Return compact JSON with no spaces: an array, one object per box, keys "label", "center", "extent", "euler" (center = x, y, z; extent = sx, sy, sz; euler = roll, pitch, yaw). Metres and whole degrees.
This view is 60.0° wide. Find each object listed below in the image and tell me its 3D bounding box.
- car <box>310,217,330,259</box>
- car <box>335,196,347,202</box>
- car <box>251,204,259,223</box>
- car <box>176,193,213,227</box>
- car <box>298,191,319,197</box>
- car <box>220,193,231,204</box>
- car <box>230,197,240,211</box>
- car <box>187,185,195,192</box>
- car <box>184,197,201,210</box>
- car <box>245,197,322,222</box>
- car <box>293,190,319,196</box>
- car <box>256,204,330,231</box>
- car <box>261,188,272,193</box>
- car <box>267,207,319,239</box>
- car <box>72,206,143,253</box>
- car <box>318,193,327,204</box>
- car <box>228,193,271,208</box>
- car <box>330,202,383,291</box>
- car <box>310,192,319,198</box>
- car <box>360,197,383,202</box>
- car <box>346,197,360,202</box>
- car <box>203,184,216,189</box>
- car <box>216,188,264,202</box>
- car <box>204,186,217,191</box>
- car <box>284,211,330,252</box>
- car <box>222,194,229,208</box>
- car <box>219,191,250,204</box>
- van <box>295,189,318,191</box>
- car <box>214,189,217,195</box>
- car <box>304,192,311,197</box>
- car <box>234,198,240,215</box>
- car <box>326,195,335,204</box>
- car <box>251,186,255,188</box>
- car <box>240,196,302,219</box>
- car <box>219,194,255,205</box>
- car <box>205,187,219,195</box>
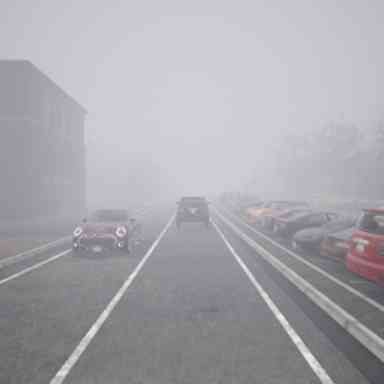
[{"label":"car","center":[6.378,1.643,10.111],"extent":[4.674,1.452,2.002],"euler":[0,0,0]},{"label":"car","center":[19.619,1.401,38.086],"extent":[5.008,1.535,2.097],"euler":[0,1,0]},{"label":"car","center":[6.448,1.666,21.262],"extent":[4.674,1.452,2.002],"euler":[0,0,0]},{"label":"car","center":[0.058,1.287,23.283],"extent":[2.150,2.045,5.566],"euler":[0,0,0]},{"label":"car","center":[19.708,0.994,52.027],"extent":[4.674,1.452,2.002],"euler":[0,2,0]},{"label":"car","center":[6.569,1.263,43.550],"extent":[4.892,1.521,2.231],"euler":[0,2,0]},{"label":"car","center":[6.481,1.544,32.405],"extent":[4.792,1.488,2.163],"euler":[0,1,0]},{"label":"car","center":[-0.273,-0.481,92.504],"extent":[1.882,1.535,5.008],"euler":[0,3,0]},{"label":"car","center":[-0.001,1.405,41.133],"extent":[1.994,1.385,4.181],"euler":[0,1,0]},{"label":"car","center":[6.493,1.485,24.049],"extent":[4.553,1.767,2.185],"euler":[0,0,0]},{"label":"car","center":[19.724,0.878,54.810],"extent":[4.674,1.452,2.002],"euler":[0,2,0]},{"label":"car","center":[6.423,1.632,18.473],"extent":[5.008,1.535,2.097],"euler":[0,0,0]},{"label":"car","center":[19.603,0.180,84.576],"extent":[5.008,1.535,2.097],"euler":[0,3,0]},{"label":"car","center":[6.408,1.630,15.684],"extent":[5.008,1.535,2.097],"euler":[0,0,0]},{"label":"car","center":[-3.368,1.437,14.000],"extent":[2.097,1.767,4.553],"euler":[0,0,0]},{"label":"car","center":[19.841,1.255,43.530],"extent":[5.366,1.575,1.946],"euler":[0,2,0]},{"label":"car","center":[6.496,1.340,35.190],"extent":[4.553,1.767,2.185],"euler":[0,1,0]},{"label":"car","center":[6.393,1.330,7.330],"extent":[5.566,2.045,2.435],"euler":[0,0,0]},{"label":"car","center":[19.857,1.164,46.324],"extent":[5.366,1.575,1.946],"euler":[0,2,0]},{"label":"car","center":[19.585,1.513,32.380],"extent":[4.892,1.521,2.231],"euler":[0,1,0]},{"label":"car","center":[19.602,1.460,35.297],"extent":[5.008,1.535,2.097],"euler":[0,1,0]},{"label":"car","center":[6.598,-0.471,92.818],"extent":[5.566,2.045,2.435],"euler":[0,3,0]},{"label":"car","center":[6.620,0.921,46.330],"extent":[5.566,2.045,2.435],"euler":[0,2,0]},{"label":"car","center":[6.561,-0.084,90.058],"extent":[5.008,1.535,2.097],"euler":[0,3,0]},{"label":"car","center":[6.368,1.650,12.897],"extent":[4.792,1.488,2.163],"euler":[0,0,0]},{"label":"car","center":[6.530,1.371,40.773],"extent":[4.792,1.488,2.163],"euler":[0,1,0]},{"label":"car","center":[6.655,0.839,51.902],"extent":[4.553,1.767,2.185],"euler":[0,2,0]},{"label":"van","center":[19.610,0.503,57.471],"extent":[4.442,1.987,1.878],"euler":[-1,2,0]},{"label":"car","center":[6.627,0.762,57.474],"extent":[4.792,1.488,2.163],"euler":[0,2,0]},{"label":"car","center":[19.717,1.098,49.117],"extent":[4.792,1.488,2.163],"euler":[0,2,0]},{"label":"car","center":[6.523,1.585,29.618],"extent":[4.792,1.488,2.163],"euler":[0,1,0]},{"label":"car","center":[19.611,1.363,40.878],"extent":[4.792,1.488,2.163],"euler":[0,2,0]},{"label":"car","center":[19.646,-0.182,92.755],"extent":[4.674,1.452,2.002],"euler":[0,3,0]},{"label":"car","center":[6.509,1.463,26.829],"extent":[4.553,1.767,2.185],"euler":[0,0,0]},{"label":"car","center":[6.603,1.072,49.130],"extent":[5.008,1.535,2.097],"euler":[0,2,0]},{"label":"car","center":[6.513,0.082,87.287],"extent":[4.792,1.488,2.163],"euler":[0,3,0]}]
